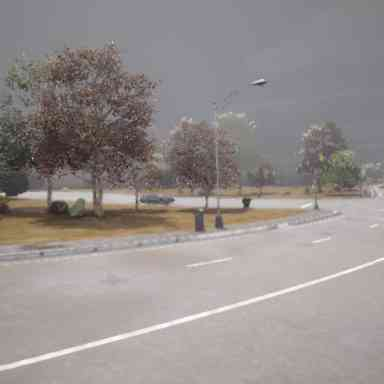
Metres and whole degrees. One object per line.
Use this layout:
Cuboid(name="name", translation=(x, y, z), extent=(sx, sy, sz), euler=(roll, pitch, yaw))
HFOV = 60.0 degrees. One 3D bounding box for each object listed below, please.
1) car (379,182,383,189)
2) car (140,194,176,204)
Cuboid(name="car", translation=(44.900, -1.598, 77.421), extent=(2.097, 1.767, 4.553), euler=(-1, 2, 28))
Cuboid(name="car", translation=(-4.967, 0.941, 47.734), extent=(5.357, 1.411, 2.033), euler=(1, 3, 31))
